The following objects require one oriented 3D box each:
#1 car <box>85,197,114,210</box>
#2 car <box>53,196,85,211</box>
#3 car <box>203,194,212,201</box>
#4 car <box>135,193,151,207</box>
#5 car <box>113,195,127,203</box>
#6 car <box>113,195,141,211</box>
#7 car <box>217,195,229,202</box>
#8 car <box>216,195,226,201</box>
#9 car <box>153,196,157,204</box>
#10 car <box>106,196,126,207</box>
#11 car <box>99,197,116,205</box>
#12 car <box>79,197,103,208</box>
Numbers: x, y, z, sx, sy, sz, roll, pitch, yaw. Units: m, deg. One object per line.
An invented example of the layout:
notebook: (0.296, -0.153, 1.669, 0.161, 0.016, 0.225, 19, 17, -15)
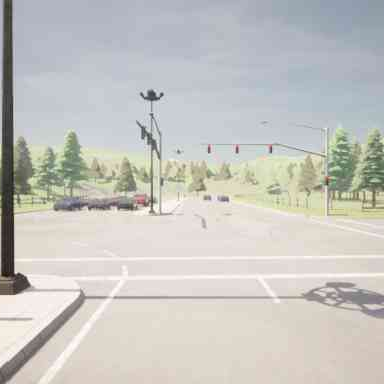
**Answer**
car: (-11.541, 1.557, 41.617, 1.994, 1.385, 4.181, 0, 0, 0)
car: (-15.044, 1.346, 40.365, 2.097, 1.767, 4.553, 0, 0, 0)
car: (3.867, 1.343, 83.996, 2.097, 1.767, 4.553, 0, 0, 2)
car: (-8.022, 1.214, 51.668, 2.150, 2.045, 5.566, 0, 0, 0)
car: (-14.899, 1.489, 69.173, 1.837, 1.490, 4.892, 0, 0, 0)
car: (-8.037, 1.471, 41.733, 1.882, 1.535, 5.008, 0, 0, 0)
car: (7.143, 1.467, 73.848, 1.882, 1.535, 5.008, 0, 0, 1)
car: (7.375, 1.513, 84.252, 2.128, 1.511, 4.902, 0, 0, 2)
car: (-7.943, 1.538, 65.109, 2.033, 1.411, 5.357, 0, 0, 1)
car: (-11.523, 1.470, 50.595, 1.882, 1.535, 5.008, 0, 0, 0)
car: (-14.994, 1.555, 59.062, 1.994, 1.385, 4.181, 0, 0, 0)
car: (-15.026, 1.540, 49.824, 2.033, 1.411, 5.357, 0, 0, 0)
